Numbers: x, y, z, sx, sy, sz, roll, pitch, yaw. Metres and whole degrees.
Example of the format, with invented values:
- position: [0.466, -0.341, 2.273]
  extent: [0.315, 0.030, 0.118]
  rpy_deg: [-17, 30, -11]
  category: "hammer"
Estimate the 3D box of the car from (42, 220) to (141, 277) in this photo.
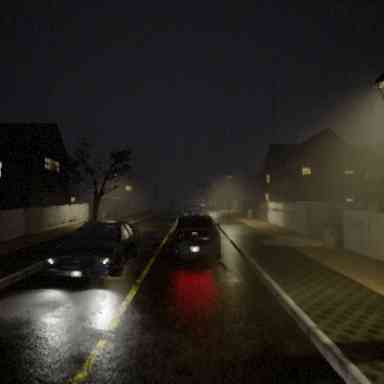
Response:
- position: [-2.850, 1.659, 10.853]
  extent: [2.033, 1.411, 5.357]
  rpy_deg: [0, -1, 0]
  category: "car"

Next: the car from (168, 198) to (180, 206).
- position: [-2.748, 1.730, 51.342]
  extent: [1.812, 1.442, 4.674]
  rpy_deg: [0, -1, 0]
  category: "car"

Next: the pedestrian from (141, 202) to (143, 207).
- position: [-9.909, 2.217, 65.560]
  extent: [0.375, 1.860, 0.375]
  rpy_deg: [0, -3, 5]
  category: "pedestrian"

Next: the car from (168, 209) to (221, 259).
- position: [0.098, 1.641, 13.247]
  extent: [1.837, 1.490, 4.892]
  rpy_deg: [0, -1, 0]
  category: "car"

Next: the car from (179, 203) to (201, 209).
- position: [0.100, 1.863, 29.384]
  extent: [2.033, 1.411, 5.357]
  rpy_deg: [0, -1, 0]
  category: "car"
